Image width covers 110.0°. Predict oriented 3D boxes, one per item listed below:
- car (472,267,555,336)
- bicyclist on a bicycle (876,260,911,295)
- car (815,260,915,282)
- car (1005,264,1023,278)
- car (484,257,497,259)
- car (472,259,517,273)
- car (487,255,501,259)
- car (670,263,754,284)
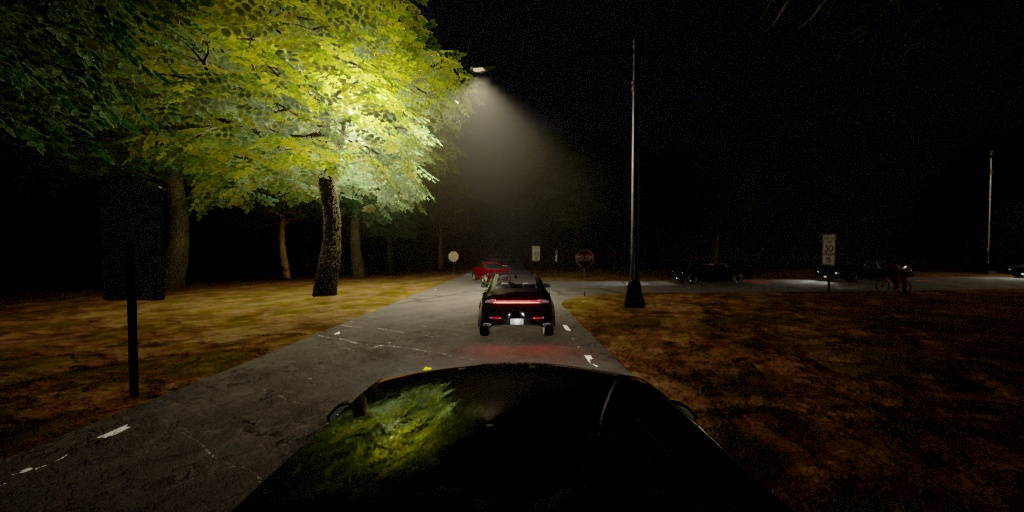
[{"bbox_3d":[0.113,1.235,10.360,2.128,1.511,4.902,0,0,0],"label":"car"},{"bbox_3d":[18.570,1.038,17.492,0.582,1.620,1.656,-1,0,0],"label":"bicyclist on a bicycle"},{"bbox_3d":[23.525,0.958,23.964,5.357,1.411,2.033,-1,1,-2],"label":"car"},{"bbox_3d":[37.634,0.837,24.807,5.357,1.411,2.033,0,1,-5],"label":"car"},{"bbox_3d":[-3.035,1.193,41.367,1.812,1.442,4.674,0,0,0],"label":"car"},{"bbox_3d":[-1.616,1.188,26.797,1.882,1.535,5.008,-1,0,-21],"label":"car"},{"bbox_3d":[-2.971,0.826,55.286,2.150,2.045,5.566,0,0,1],"label":"car"},{"bbox_3d":[13.274,1.141,24.065,4.718,1.301,1.895,-1,1,2],"label":"car"}]
